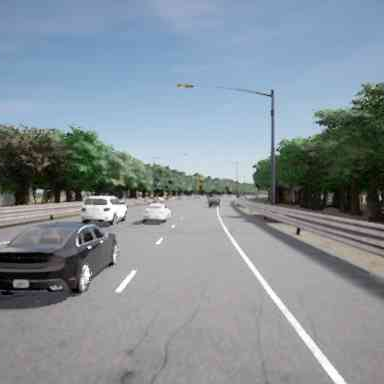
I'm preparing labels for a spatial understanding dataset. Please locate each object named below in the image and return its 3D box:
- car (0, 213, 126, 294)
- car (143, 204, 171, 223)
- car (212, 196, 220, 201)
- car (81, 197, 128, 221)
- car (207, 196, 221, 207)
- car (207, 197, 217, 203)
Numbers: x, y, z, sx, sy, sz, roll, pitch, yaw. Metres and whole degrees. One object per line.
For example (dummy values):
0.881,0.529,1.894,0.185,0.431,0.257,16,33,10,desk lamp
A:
-3.303,1.553,8.917,1.837,1.490,4.892,0,0,1,car
-2.776,1.661,26.845,1.812,1.442,4.674,0,0,2,car
6.482,1.740,89.859,1.812,1.442,4.674,0,0,9,car
-6.374,1.345,24.682,2.150,2.045,5.566,0,0,2,car
3.709,1.757,55.032,1.837,1.490,4.892,0,0,5,car
4.409,1.763,74.020,1.994,1.385,4.181,0,0,7,car
